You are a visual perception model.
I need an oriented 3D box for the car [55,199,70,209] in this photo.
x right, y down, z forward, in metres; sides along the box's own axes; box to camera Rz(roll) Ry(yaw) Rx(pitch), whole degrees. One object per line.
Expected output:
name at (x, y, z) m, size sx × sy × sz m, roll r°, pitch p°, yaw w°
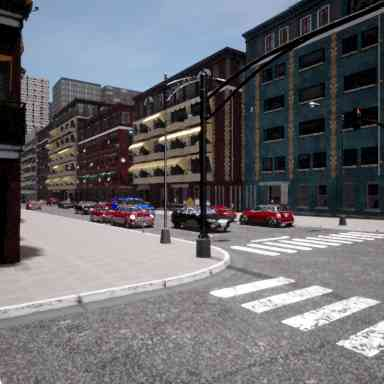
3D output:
car at (-22.611, 2.312, 59.564) m, size 1.994 × 1.385 × 4.181 m, roll 0°, pitch -1°, yaw -35°

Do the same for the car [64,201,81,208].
car at (-23.410, 2.378, 64.981) m, size 1.947 × 1.339 × 4.313 m, roll -1°, pitch 0°, yaw -35°

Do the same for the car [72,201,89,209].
car at (-20.223, 2.326, 60.439) m, size 1.802 × 1.307 × 4.206 m, roll -1°, pitch 0°, yaw -35°

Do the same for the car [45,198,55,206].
car at (-32.973, 2.329, 78.609) m, size 2.192 × 1.841 × 5.009 m, roll -1°, pitch 0°, yaw -35°

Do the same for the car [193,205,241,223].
car at (2.086, 1.849, 28.645) m, size 1.802 × 1.307 × 4.206 m, roll -1°, pitch 0°, yaw -35°

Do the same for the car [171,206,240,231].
car at (0.453, 1.690, 21.545) m, size 2.128 × 1.511 × 4.902 m, roll 0°, pitch -1°, yaw -35°

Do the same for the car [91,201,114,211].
car at (-13.850, 2.160, 51.354) m, size 2.008 × 1.369 × 4.403 m, roll -1°, pitch 0°, yaw -35°

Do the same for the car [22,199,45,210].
car at (-26.664, 2.171, 55.897) m, size 1.967 × 1.590 × 4.097 m, roll -1°, pitch 0°, yaw -35°

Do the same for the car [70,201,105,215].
car at (-12.768, 1.973, 40.433) m, size 2.128 × 1.511 × 4.902 m, roll 0°, pitch -1°, yaw -35°

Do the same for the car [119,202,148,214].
car at (-7.477, 2.038, 42.269) m, size 1.947 × 1.339 × 4.313 m, roll -1°, pitch 0°, yaw -35°

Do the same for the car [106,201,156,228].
car at (-4.358, 1.694, 24.099) m, size 1.967 × 1.590 × 4.097 m, roll -1°, pitch 0°, yaw -35°

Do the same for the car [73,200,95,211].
car at (-16.722, 2.101, 51.170) m, size 1.882 × 1.535 × 5.008 m, roll 0°, pitch -1°, yaw -35°

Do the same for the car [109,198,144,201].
car at (-5.331, 1.538, 29.796) m, size 2.150 × 2.045 × 5.566 m, roll 0°, pitch 0°, yaw -35°

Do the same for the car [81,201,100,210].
car at (-17.036, 2.259, 55.897) m, size 1.802 × 1.307 × 4.206 m, roll -1°, pitch 0°, yaw -35°

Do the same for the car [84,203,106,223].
car at (-7.543, 1.904, 28.641) m, size 1.802 × 1.307 × 4.206 m, roll -1°, pitch 0°, yaw -35°

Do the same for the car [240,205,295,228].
car at (5.274, 1.639, 24.106) m, size 1.967 × 1.590 × 4.097 m, roll -1°, pitch 0°, yaw -35°
